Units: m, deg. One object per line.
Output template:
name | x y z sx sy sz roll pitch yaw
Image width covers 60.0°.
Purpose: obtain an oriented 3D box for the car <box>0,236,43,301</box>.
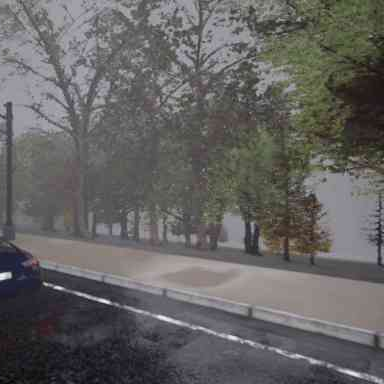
car | -5.210 1.565 7.404 4.181 1.385 1.994 0 0 35
